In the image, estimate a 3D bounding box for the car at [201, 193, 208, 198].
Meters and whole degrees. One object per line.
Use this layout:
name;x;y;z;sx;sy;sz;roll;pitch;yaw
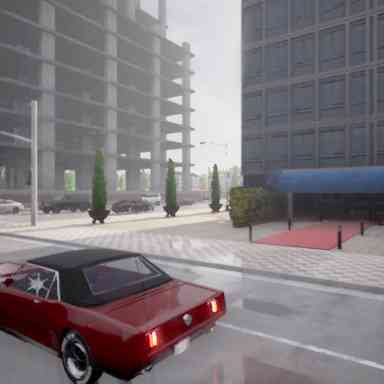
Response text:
car;1.963;1.239;63.881;2.128;1.511;4.902;0;0;36

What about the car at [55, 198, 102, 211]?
car;-14.105;1.543;41.751;2.033;1.411;5.357;0;0;36

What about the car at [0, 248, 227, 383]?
car;-1.927;1.600;5.357;4.718;1.301;1.895;0;0;35

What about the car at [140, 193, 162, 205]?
car;-7.081;1.216;51.488;2.150;2.045;5.566;0;0;36

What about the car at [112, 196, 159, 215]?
car;-6.039;1.502;34.641;1.837;1.490;4.892;0;0;36

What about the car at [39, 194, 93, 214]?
car;-13.719;1.218;36.300;2.150;2.045;5.566;0;0;36

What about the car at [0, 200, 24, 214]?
car;-19.710;1.521;33.971;1.812;1.442;4.674;0;0;36

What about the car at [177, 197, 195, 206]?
car;-1.729;1.544;52.913;2.033;1.411;5.357;0;0;36
